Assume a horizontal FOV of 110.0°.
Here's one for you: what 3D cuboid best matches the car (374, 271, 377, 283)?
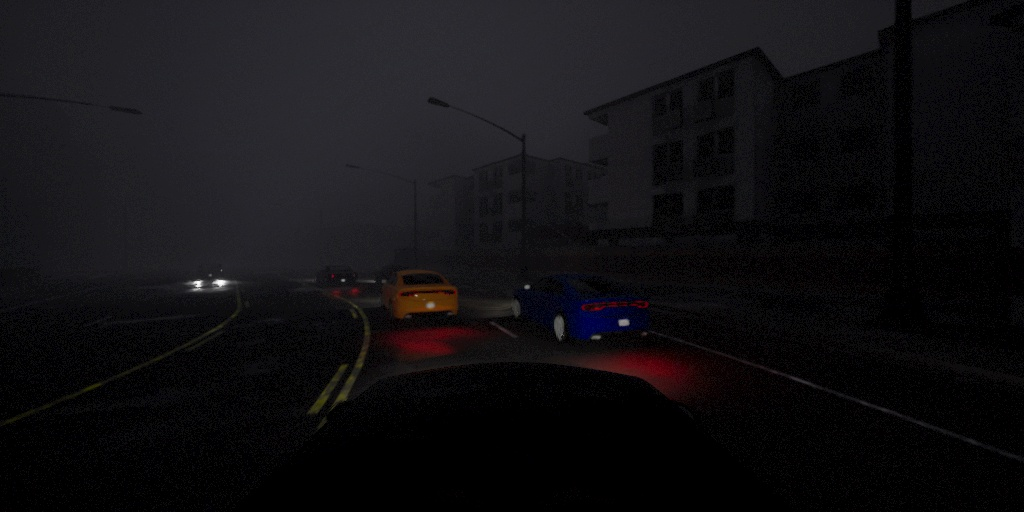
[{"bbox_3d":[-8.316,1.249,25.571,1.994,1.385,4.181,0,0,-37],"label":"car"}]

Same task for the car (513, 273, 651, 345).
[{"bbox_3d":[1.515,1.193,9.643,1.882,1.535,5.008,0,0,-18],"label":"car"}]

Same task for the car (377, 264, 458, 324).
[{"bbox_3d":[-3.271,1.198,12.136,1.882,1.535,5.008,0,0,-25],"label":"car"}]

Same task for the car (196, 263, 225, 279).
[{"bbox_3d":[-26.841,1.315,31.974,1.895,1.301,4.718,0,0,-39],"label":"car"}]

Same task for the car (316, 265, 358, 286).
[{"bbox_3d":[-12.389,1.299,25.196,1.895,1.301,4.718,0,0,-38],"label":"car"}]
